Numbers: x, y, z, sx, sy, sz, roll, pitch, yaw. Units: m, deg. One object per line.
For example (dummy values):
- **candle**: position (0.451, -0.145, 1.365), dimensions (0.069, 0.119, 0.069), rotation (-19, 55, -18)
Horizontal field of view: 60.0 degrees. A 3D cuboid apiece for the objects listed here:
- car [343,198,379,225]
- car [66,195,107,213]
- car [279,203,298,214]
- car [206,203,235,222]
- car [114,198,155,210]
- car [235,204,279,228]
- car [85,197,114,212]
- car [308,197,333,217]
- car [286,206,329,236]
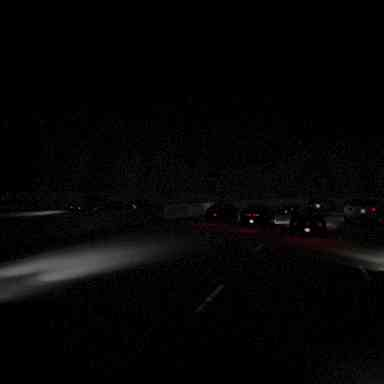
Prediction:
- **car**: position (13.355, 1.455, 26.376), dimensions (2.150, 2.045, 5.566), rotation (0, 0, 23)
- **car**: position (-11.987, 1.330, 38.715), dimensions (2.150, 2.045, 5.566), rotation (0, -1, 24)
- **car**: position (11.365, 1.883, 38.660), dimensions (1.895, 1.301, 4.718), rotation (0, 0, 26)
- **car**: position (2.716, 1.640, 28.082), dimensions (1.882, 1.535, 5.008), rotation (0, 0, 22)
- **car**: position (-5.786, 1.488, 35.404), dimensions (2.097, 1.767, 4.553), rotation (0, 0, 24)
- **car**: position (4.750, 1.662, 23.781), dimensions (1.837, 1.490, 4.892), rotation (0, 0, 22)
- **car**: position (-9.006, 1.612, 36.785), dimensions (2.128, 1.511, 4.902), rotation (0, 0, 24)
- **car**: position (13.658, 1.505, 35.425), dimensions (2.150, 2.045, 5.566), rotation (0, 0, 26)
- **car**: position (6.973, 1.754, 19.874), dimensions (1.895, 1.301, 4.718), rotation (0, 0, 21)
